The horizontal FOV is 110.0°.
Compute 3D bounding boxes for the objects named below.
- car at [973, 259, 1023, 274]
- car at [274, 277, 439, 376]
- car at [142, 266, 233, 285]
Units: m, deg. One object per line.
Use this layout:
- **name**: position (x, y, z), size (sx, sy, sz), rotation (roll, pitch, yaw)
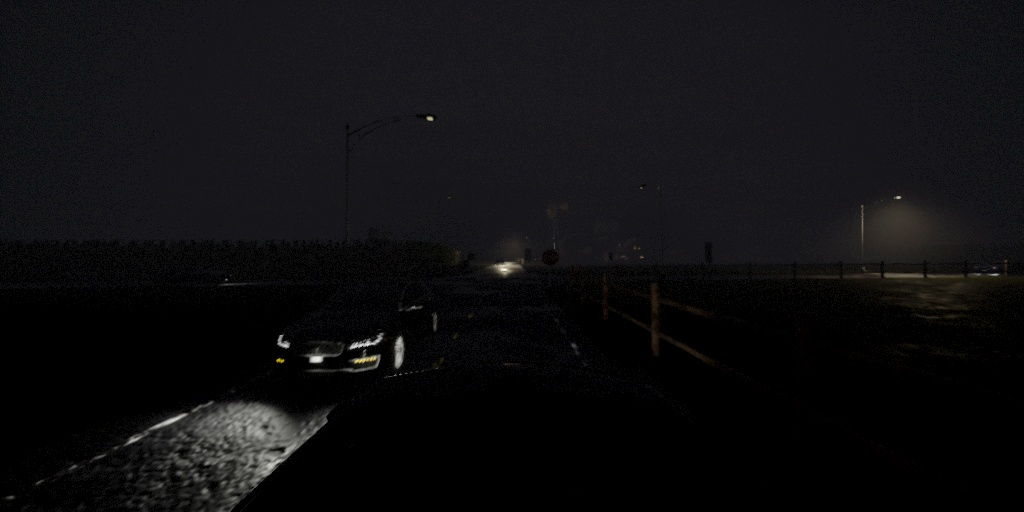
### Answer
- **car**: position (49.672, 1.041, 35.949), size (5.357, 1.411, 2.033), rotation (0, 0, -5)
- **car**: position (-2.831, 1.250, 7.635), size (1.837, 1.490, 4.892), rotation (0, 0, 0)
- **car**: position (-24.331, 1.439, 27.011), size (5.357, 1.411, 2.033), rotation (0, 0, -5)
